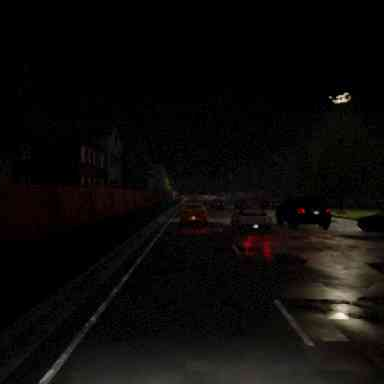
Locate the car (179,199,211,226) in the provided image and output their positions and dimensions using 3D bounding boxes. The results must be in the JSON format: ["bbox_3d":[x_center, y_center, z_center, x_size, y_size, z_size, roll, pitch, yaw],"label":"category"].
[{"bbox_3d":[0.100,1.534,24.076,1.882,1.535,5.008,0,0,0],"label":"car"}]

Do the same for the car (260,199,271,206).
[{"bbox_3d":[10.502,1.653,44.650,2.033,1.411,5.357,0,0,0],"label":"car"}]

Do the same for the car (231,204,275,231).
[{"bbox_3d":[3.600,1.650,20.972,1.895,1.301,4.718,0,0,0],"label":"car"}]

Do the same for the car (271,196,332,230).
[{"bbox_3d":[7.100,1.273,21.668,2.150,2.045,5.566,0,0,0],"label":"car"}]

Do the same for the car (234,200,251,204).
[{"bbox_3d":[7.020,1.712,47.010,1.895,1.301,4.718,0,0,0],"label":"car"}]

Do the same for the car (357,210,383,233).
[{"bbox_3d":[10.600,1.588,17.043,2.033,1.411,5.357,0,0,0],"label":"car"}]

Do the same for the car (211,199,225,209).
[{"bbox_3d":[3.509,1.656,46.213,2.033,1.411,5.357,0,0,0],"label":"car"}]
